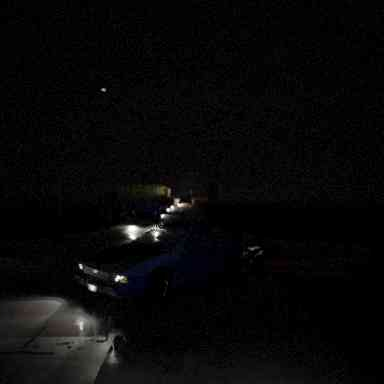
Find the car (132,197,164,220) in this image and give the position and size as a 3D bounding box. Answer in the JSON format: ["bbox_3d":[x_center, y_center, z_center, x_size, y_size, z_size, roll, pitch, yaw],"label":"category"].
[{"bbox_3d":[-3.322,1.405,24.983,1.882,1.535,5.008,0,0,-3],"label":"car"}]

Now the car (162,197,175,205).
[{"bbox_3d":[-3.928,1.459,55.178,1.895,1.301,4.718,0,0,-1],"label":"car"}]

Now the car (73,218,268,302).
[{"bbox_3d":[-0.122,1.489,8.428,2.033,1.411,5.357,0,0,44],"label":"car"}]

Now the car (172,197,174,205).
[{"bbox_3d":[-3.742,1.432,44.922,2.033,1.411,5.357,0,0,-1],"label":"car"}]

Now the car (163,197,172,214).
[{"bbox_3d":[-3.555,1.454,34.790,2.033,1.411,5.357,0,0,-1],"label":"car"}]

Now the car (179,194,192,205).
[{"bbox_3d":[-1.121,1.217,56.870,2.097,1.767,4.553,0,0,-1],"label":"car"}]
